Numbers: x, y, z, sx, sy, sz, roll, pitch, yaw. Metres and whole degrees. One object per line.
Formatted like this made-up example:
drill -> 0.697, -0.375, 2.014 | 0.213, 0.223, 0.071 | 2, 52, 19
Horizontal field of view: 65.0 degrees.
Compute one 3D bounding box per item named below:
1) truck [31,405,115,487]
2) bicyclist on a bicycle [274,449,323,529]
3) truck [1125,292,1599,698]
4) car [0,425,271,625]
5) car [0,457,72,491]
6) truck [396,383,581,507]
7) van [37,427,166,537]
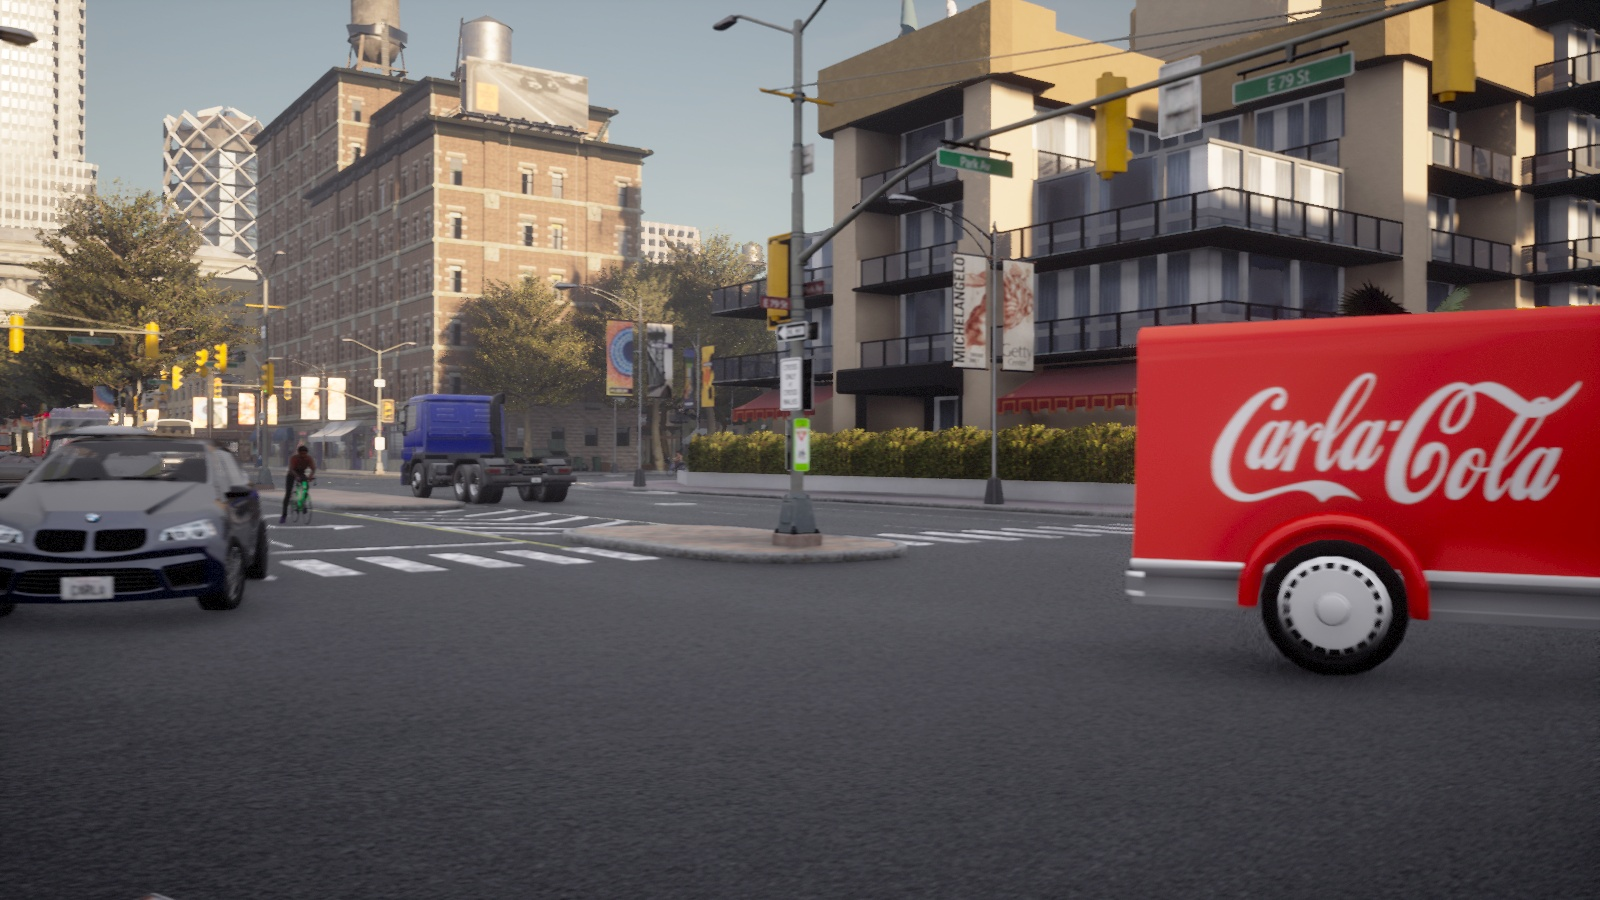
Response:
truck -> -36.540, -0.188, 62.931 | 2.891, 3.827, 8.468 | 0, 0, -35
bicyclist on a bicycle -> -10.431, 0.784, 26.089 | 0.582, 1.620, 1.656 | 0, 0, -35
truck -> 5.211, 0.269, 8.910 | 5.204, 2.467, 2.627 | 0, 0, 26
car -> -6.842, 0.635, 12.830 | 2.242, 1.667, 4.611 | 0, 0, -18
car -> -33.601, 1.011, 53.344 | 4.181, 1.385, 1.994 | 0, 0, -7
truck -> -9.894, -0.119, 39.166 | 2.891, 3.462, 7.936 | 0, 0, -35
van -> -14.074, 0.589, 25.174 | 1.775, 1.987, 4.442 | 0, 0, -35
